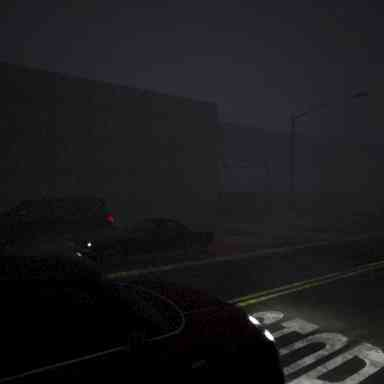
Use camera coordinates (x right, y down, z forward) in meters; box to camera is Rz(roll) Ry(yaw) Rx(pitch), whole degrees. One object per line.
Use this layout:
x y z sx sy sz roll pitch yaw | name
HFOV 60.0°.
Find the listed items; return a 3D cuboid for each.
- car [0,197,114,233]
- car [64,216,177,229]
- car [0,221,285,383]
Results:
-5.754 1.216 12.742 5.566 2.045 2.150 0 0 -35 | car
-1.612 1.588 11.387 4.718 1.301 1.895 0 0 -35 | car
-1.297 1.351 2.820 4.553 1.767 2.097 0 0 -36 | car
